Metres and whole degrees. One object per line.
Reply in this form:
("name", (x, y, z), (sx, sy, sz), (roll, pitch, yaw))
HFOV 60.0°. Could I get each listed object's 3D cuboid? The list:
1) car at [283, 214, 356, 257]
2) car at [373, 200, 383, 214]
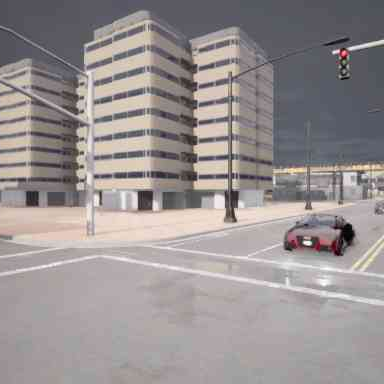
("car", (5.136, 1.569, 13.152), (1.994, 1.385, 4.181), (0, 0, 35))
("car", (19.975, 1.530, 34.125), (1.812, 1.442, 4.674), (0, 0, 35))
